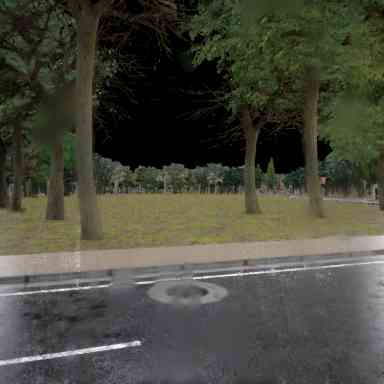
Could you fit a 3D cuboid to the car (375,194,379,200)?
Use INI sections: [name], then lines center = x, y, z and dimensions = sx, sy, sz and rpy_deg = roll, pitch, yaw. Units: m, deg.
[car]
center = 45.225, 1.253, 80.036
dimensions = 1.994, 1.385, 4.181
rpy_deg = 0, 0, 5
